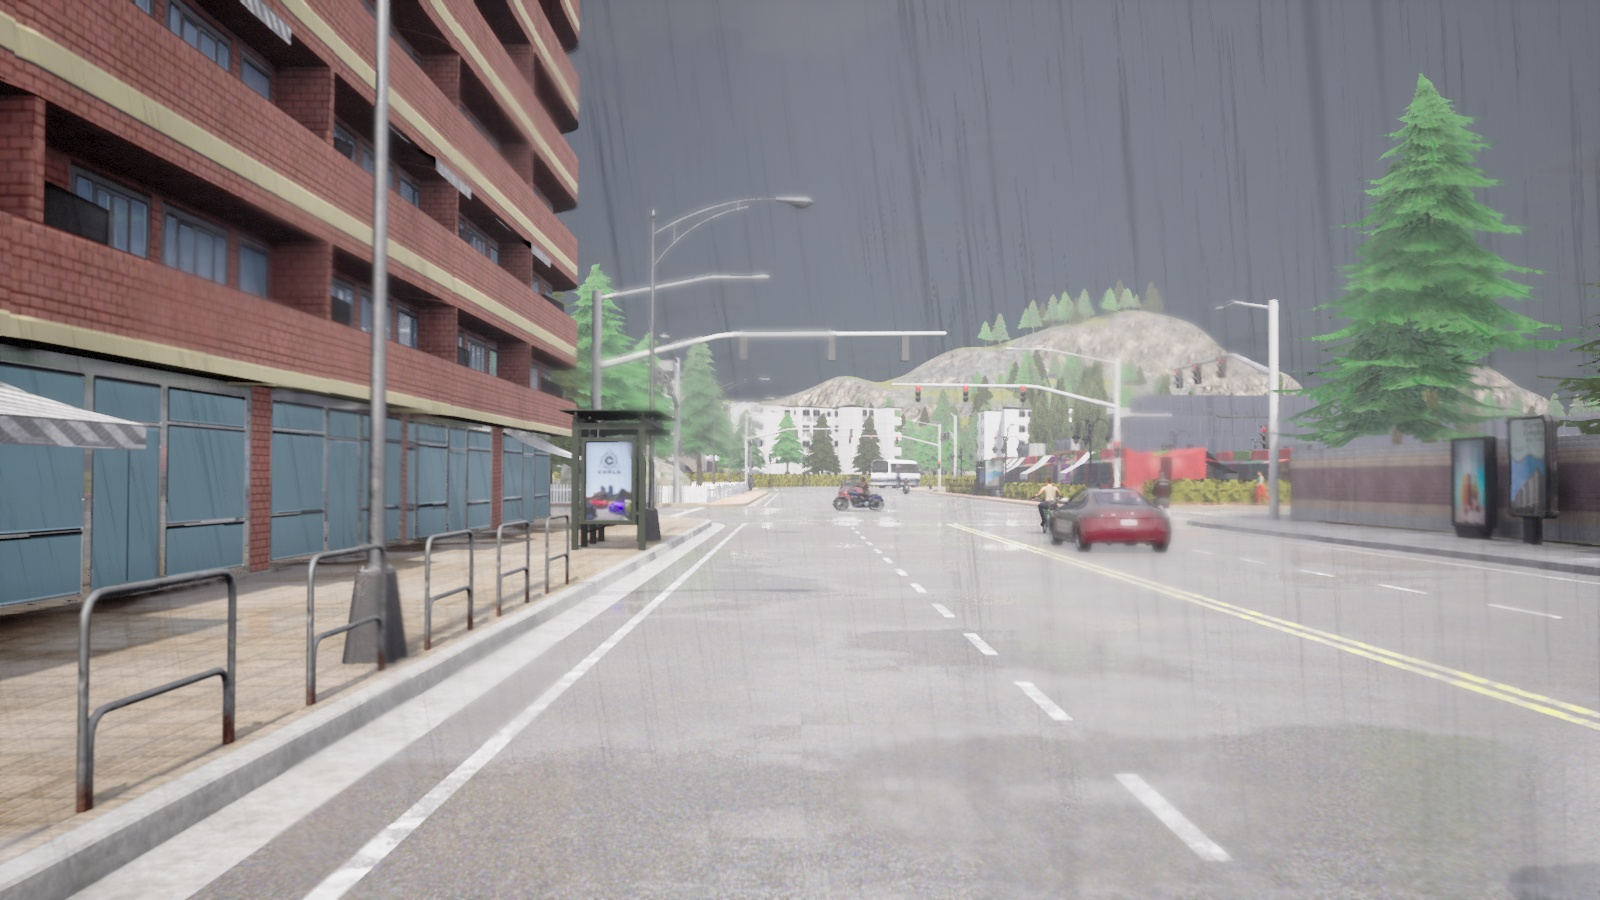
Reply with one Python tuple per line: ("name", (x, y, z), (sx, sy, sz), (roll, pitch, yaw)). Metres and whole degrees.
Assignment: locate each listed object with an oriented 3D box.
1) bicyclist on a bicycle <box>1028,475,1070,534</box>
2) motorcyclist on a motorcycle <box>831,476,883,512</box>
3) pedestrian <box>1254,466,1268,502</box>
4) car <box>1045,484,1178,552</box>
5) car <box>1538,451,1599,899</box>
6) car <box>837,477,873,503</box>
("bicyclist on a bicycle", (6.905, 1.494, 34.899), (0.866, 1.612, 1.509), (0, -1, 0))
("motorcyclist on a motorcycle", (2.615, 2.007, 57.487), (2.350, 1.649, 0.766), (0, -1, -1))
("pedestrian", (23.726, 1.738, 64.642), (0.594, 1.836, 0.345), (0, -1, 0))
("car", (6.924, 1.479, 28.375), (1.994, 1.385, 4.181), (0, -1, 0))
("car", (3.495, 0.778, 1.758), (2.033, 1.649, 4.856), (0, -1, 0))
("car", (3.302, 2.424, 76.345), (2.007, 1.525, 4.514), (0, -1, 0))
